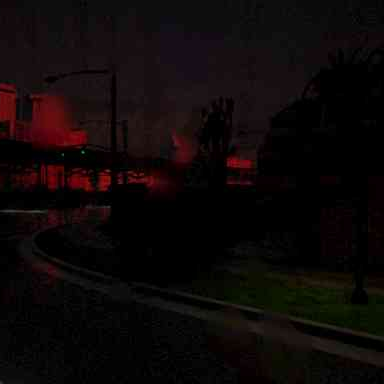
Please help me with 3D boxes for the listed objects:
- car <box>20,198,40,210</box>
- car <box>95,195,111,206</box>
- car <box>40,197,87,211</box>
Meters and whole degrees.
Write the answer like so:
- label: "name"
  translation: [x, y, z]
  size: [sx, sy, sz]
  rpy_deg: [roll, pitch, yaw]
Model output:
- label: "car"
  translation: [-18.475, 1.399, 40.665]
  size: [1.812, 1.442, 4.674]
  rpy_deg: [0, 1, 37]
- label: "car"
  translation: [-12.018, 1.236, 49.215]
  size: [2.128, 1.511, 4.902]
  rpy_deg: [0, 1, 37]
- label: "car"
  translation: [-14.908, 1.360, 39.579]
  size: [1.837, 1.490, 4.892]
  rpy_deg: [0, 1, 37]
